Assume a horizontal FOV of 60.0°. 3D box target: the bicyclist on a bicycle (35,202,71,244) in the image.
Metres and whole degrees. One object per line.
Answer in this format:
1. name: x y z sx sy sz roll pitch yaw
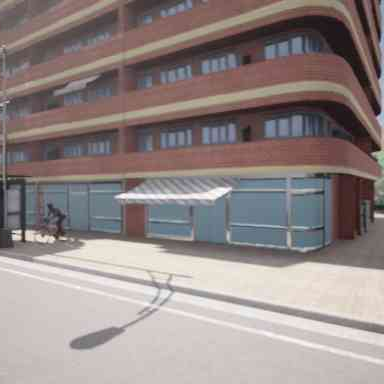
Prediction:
1. bicyclist on a bicycle: -5.565 1.245 13.401 0.582 1.620 1.656 0 1 34

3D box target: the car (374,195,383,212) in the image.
1. car: 17.154 1.047 29.486 2.097 1.767 4.553 0 0 -13
